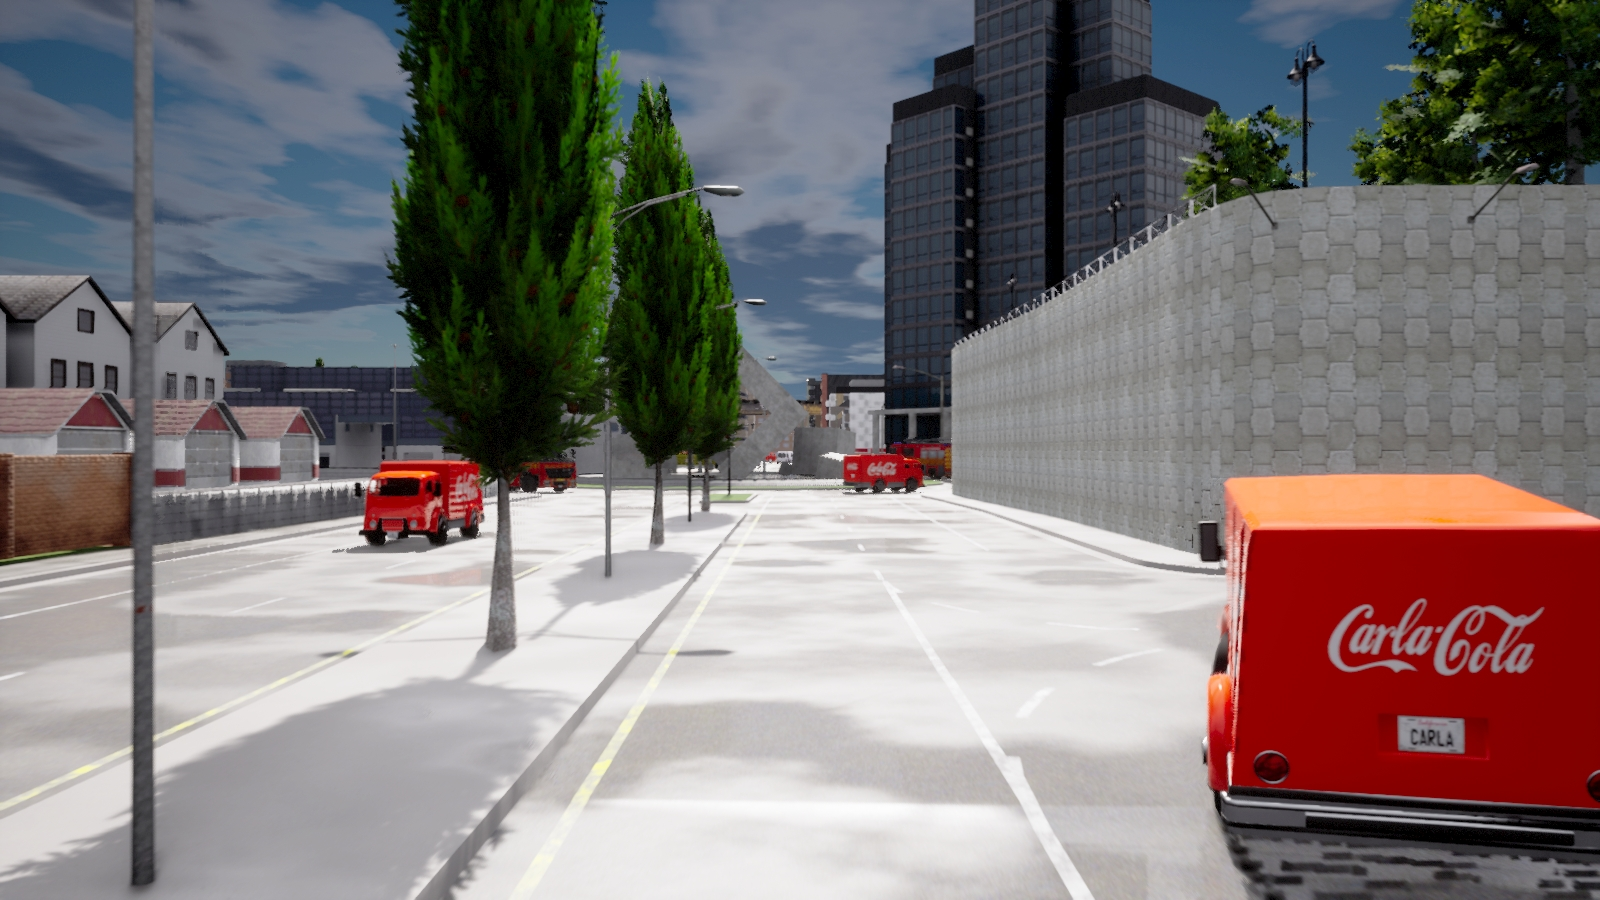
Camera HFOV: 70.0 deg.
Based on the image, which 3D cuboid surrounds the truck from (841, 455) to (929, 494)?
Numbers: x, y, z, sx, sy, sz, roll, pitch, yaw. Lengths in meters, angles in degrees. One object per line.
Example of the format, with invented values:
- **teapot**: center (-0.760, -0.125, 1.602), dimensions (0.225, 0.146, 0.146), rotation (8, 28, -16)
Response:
- **truck**: center (5.601, 1.568, 75.209), dimensions (5.204, 2.467, 2.627), rotation (0, 0, -29)

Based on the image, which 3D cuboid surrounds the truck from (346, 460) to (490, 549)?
- **truck**: center (-11.493, 1.568, 34.841), dimensions (2.627, 2.467, 5.204), rotation (0, 0, 0)

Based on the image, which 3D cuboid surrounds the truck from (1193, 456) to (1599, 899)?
- **truck**: center (4.693, 1.479, 9.419), dimensions (2.627, 2.467, 5.204), rotation (-1, 3, 18)
